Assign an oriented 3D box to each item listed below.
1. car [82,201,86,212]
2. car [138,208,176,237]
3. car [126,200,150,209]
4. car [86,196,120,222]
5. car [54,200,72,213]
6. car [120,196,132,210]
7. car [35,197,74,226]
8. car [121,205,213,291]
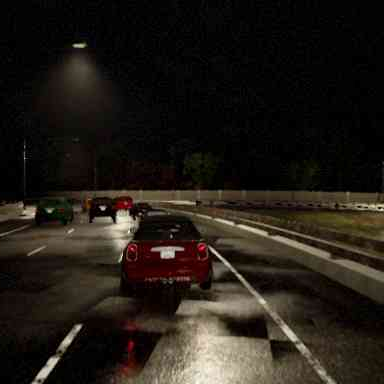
[{"bbox_3d":[-13.538,1.821,44.464,1.882,1.535,5.008,0,-1,-24],"label":"car"},{"bbox_3d":[-2.206,1.713,19.870,1.994,1.385,4.181,0,0,-10],"label":"car"},{"bbox_3d":[-4.763,1.737,30.885,1.837,1.490,4.892,0,-1,-16],"label":"car"},{"bbox_3d":[-7.739,1.443,28.779,2.150,2.045,5.566,0,0,-16],"label":"car"},{"bbox_3d":[-16.892,1.843,43.416,1.837,1.490,4.892,0,-1,-24],"label":"car"},{"bbox_3d":[-9.034,1.549,42.945,2.150,2.045,5.566,0,0,-22],"label":"car"},{"bbox_3d":[-10.460,1.426,25.558,2.150,2.045,5.566,0,0,-14],"label":"car"},{"bbox_3d":[-0.718,1.422,9.471,2.097,1.767,4.553,0,-1,-5],"label":"car"}]
